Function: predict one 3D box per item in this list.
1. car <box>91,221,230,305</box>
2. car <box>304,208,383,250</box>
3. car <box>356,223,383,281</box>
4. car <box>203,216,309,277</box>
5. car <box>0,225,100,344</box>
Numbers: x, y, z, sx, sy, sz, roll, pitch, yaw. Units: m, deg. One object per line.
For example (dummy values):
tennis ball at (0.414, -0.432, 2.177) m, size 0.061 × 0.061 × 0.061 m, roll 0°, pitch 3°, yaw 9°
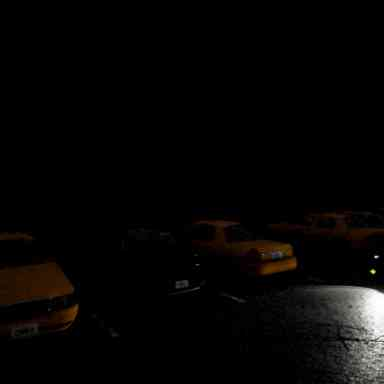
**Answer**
car at (-1.591, 1.488, 8.303) m, size 2.231 × 1.521 × 4.892 m, roll 0°, pitch 0°, yaw -35°
car at (7.552, 1.517, 14.603) m, size 1.946 × 1.575 × 5.366 m, roll 0°, pitch 0°, yaw -35°
car at (6.340, 1.586, 8.501) m, size 4.181 × 1.385 × 1.994 m, roll 0°, pitch 0°, yaw -35°
car at (0.558, 1.490, 10.071) m, size 1.946 × 1.575 × 5.366 m, roll 0°, pitch 0°, yaw -35°
car at (-3.748, 1.478, 6.546) m, size 1.946 × 1.575 × 5.366 m, roll 0°, pitch 0°, yaw -35°
